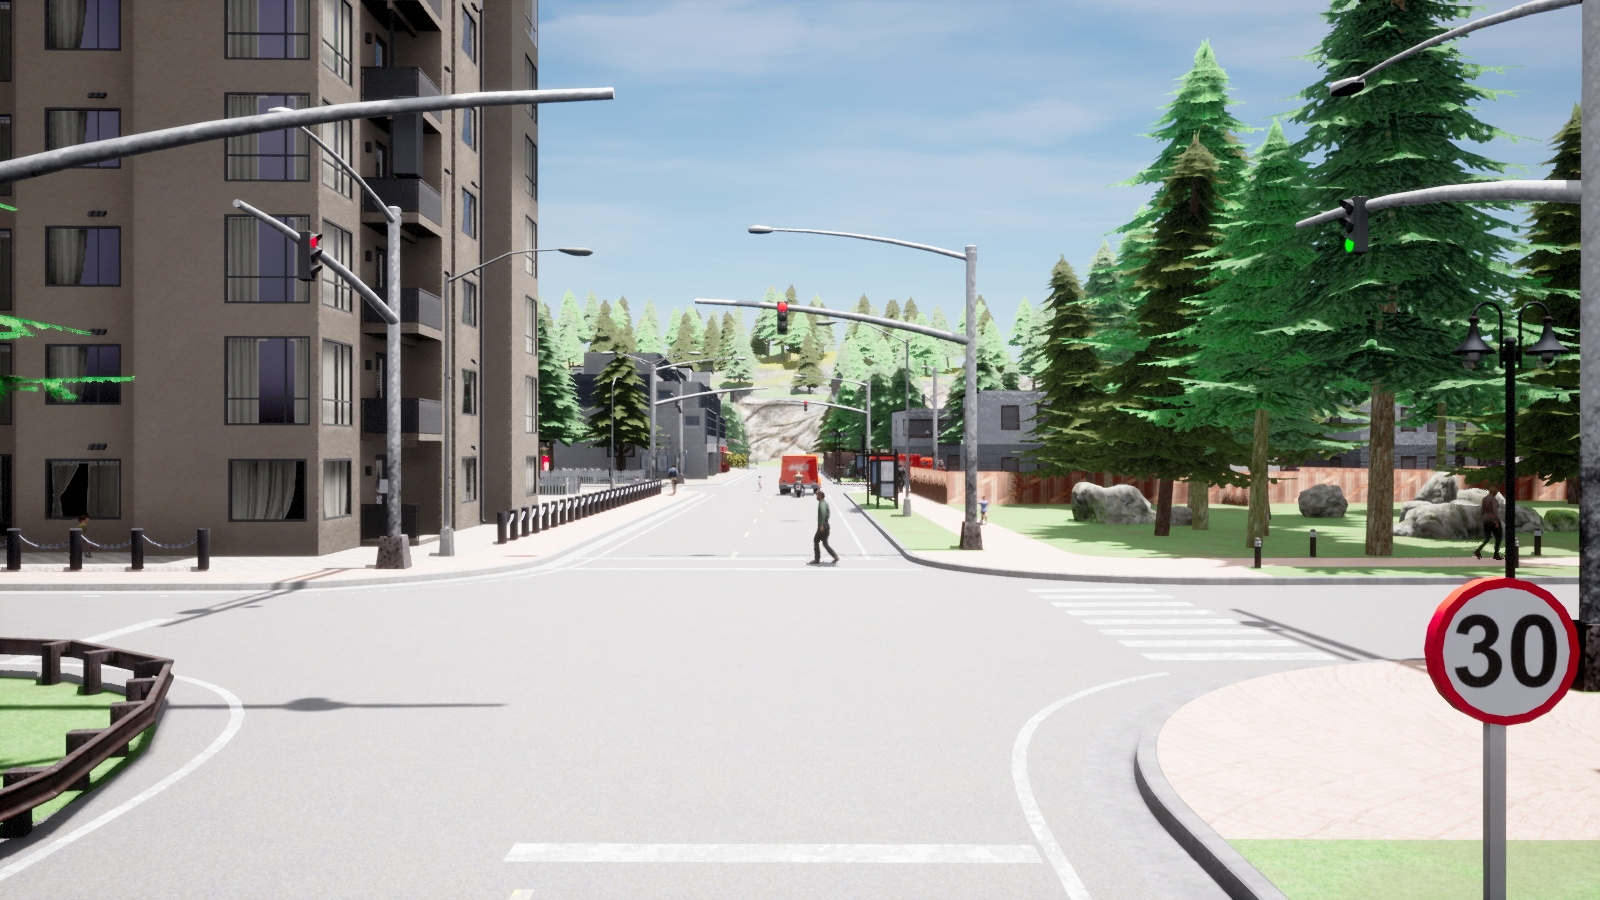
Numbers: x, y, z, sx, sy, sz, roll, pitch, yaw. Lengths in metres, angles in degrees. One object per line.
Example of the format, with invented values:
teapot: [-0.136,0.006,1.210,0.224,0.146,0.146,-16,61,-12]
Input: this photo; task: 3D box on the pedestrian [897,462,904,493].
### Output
pedestrian: [6.083,1.636,68.894,0.375,1.860,0.375,0,0,-3]

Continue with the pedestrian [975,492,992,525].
pedestrian: [6.384,2.034,39.680,0.500,1.100,0.500,0,0,-1]

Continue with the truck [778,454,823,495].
truck: [0.071,1.506,71.518,2.627,2.467,5.204,0,0,3]

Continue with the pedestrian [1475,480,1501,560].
pedestrian: [16.218,1.647,26.943,0.375,1.860,0.375,0,0,-8]

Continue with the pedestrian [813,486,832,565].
pedestrian: [0.534,1.812,27.497,0.375,1.860,0.375,0,0,15]

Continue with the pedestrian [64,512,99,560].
pedestrian: [-17.088,2.040,27.180,0.500,1.100,0.500,0,0,2]

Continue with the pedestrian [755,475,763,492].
pedestrian: [-2.667,2.166,74.901,0.500,1.100,0.500,0,0,-2]

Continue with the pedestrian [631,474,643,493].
pedestrian: [-9.865,2.026,68.989,0.500,1.100,0.500,0,0,36]

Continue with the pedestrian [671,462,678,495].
pedestrian: [-7.276,1.638,66.055,0.375,1.860,0.375,0,0,-1]
